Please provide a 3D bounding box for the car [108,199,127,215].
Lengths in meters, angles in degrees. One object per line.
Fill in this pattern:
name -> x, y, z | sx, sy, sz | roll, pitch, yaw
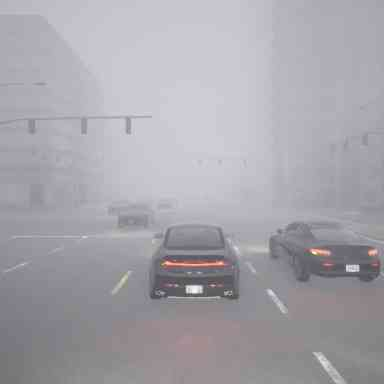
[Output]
car -> -7.089, 1.477, 33.544 | 1.882, 1.535, 5.008 | 0, 0, 0

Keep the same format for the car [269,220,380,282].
car -> 3.567, 1.526, 9.664 | 1.812, 1.442, 4.674 | 0, 0, 0

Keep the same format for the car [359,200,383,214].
car -> 20.858, 1.547, 35.520 | 5.357, 1.411, 2.033 | 0, 0, 1

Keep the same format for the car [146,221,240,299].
car -> 0.061, 1.505, 8.409 | 1.837, 1.490, 4.892 | 0, 0, 0

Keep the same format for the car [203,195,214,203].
car -> 3.567, 1.502, 71.151 | 1.837, 1.490, 4.892 | 0, 0, 0

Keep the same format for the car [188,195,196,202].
car -> 0.025, 1.364, 73.917 | 2.128, 1.511, 4.902 | 0, 0, 0

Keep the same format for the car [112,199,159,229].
car -> -3.593, 1.477, 22.072 | 1.882, 1.535, 5.008 | 0, 0, 0

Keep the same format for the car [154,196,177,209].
car -> -3.584, 1.547, 44.771 | 2.033, 1.411, 5.357 | 0, 0, 0

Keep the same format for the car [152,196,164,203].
car -> -6.976, 1.547, 69.210 | 2.033, 1.411, 5.357 | 0, 0, 0
